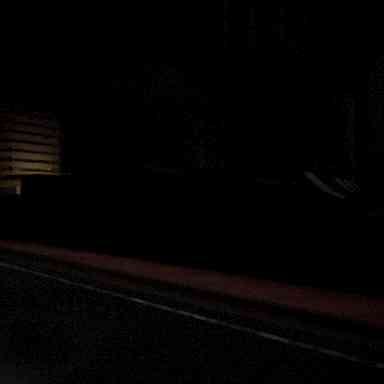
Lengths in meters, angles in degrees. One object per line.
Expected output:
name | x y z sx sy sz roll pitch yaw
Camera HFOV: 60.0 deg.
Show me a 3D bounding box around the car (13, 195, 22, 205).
car | -14.890 1.005 32.709 1.905 1.878 3.866 0 0 34
